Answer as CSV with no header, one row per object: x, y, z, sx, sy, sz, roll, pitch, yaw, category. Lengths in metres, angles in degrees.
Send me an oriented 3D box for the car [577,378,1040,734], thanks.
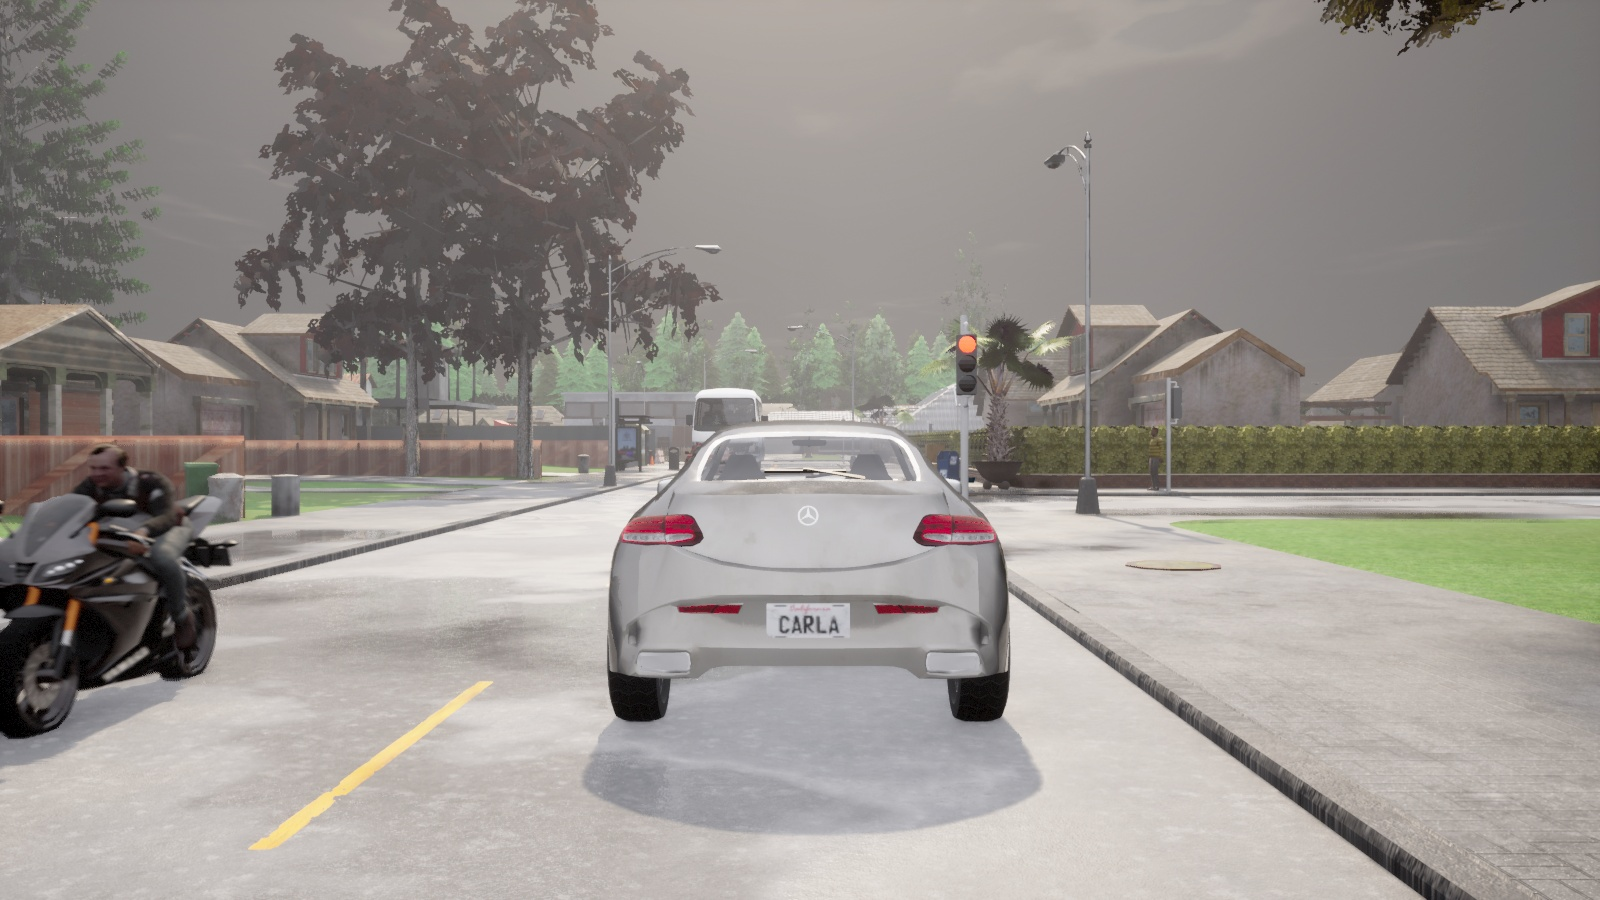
0.062,0.478,8.355,2.152,1.651,5.027,0,0,1,car

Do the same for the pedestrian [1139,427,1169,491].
10.225,0.260,36.252,0.709,1.840,0.431,0,0,-14,pedestrian

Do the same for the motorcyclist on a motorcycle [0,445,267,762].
-3.946,0.738,7.172,0.866,1.530,2.191,0,0,0,motorcyclist on a motorcycle

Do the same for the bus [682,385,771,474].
-3.622,-1.001,65.183,3.944,4.253,10.273,0,0,0,bus
